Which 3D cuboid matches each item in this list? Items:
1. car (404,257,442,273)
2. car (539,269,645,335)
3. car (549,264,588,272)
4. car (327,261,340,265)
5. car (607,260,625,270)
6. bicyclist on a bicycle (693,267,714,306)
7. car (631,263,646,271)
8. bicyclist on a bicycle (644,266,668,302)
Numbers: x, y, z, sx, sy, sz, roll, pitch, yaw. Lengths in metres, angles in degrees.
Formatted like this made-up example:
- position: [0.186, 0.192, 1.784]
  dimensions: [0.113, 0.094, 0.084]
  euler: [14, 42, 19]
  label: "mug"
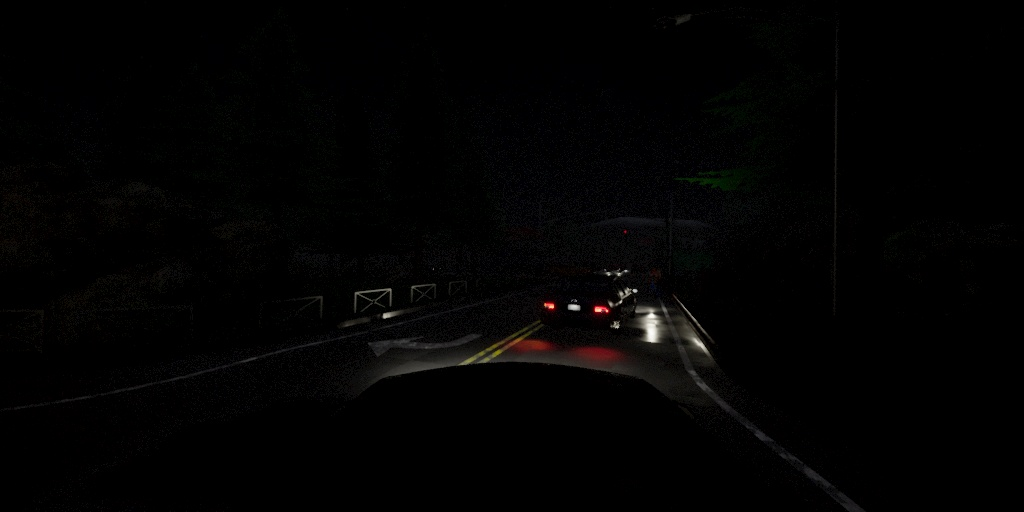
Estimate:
- position: [-12.110, 1.227, 47.673]
  dimensions: [5.566, 2.045, 2.150]
  euler: [0, -1, 20]
  label: "car"
- position: [2.446, 1.248, 10.358]
  dimensions: [2.033, 1.411, 5.357]
  euler: [1, -1, 25]
  label: "car"
- position: [6.585, 1.625, 39.695]
  dimensions: [5.008, 1.535, 1.882]
  euler: [-1, -2, 32]
  label: "car"
- position: [-25.590, 1.401, 53.291]
  dimensions: [4.181, 1.385, 1.994]
  euler: [1, -1, 26]
  label: "car"
- position: [17.194, 1.677, 59.776]
  dimensions: [2.150, 2.045, 5.566]
  euler: [1, -1, 21]
  label: "car"
- position: [8.086, 1.299, 15.102]
  dimensions: [1.656, 1.620, 0.582]
  euler: [1, 0, -34]
  label: "bicyclist on a bicycle"
- position: [19.954, 1.821, 56.592]
  dimensions: [2.097, 1.767, 4.553]
  euler: [1, -1, 20]
  label: "car"
- position: [6.661, 1.287, 16.505]
  dimensions: [1.656, 1.620, 0.582]
  euler: [1, -1, -31]
  label: "bicyclist on a bicycle"
